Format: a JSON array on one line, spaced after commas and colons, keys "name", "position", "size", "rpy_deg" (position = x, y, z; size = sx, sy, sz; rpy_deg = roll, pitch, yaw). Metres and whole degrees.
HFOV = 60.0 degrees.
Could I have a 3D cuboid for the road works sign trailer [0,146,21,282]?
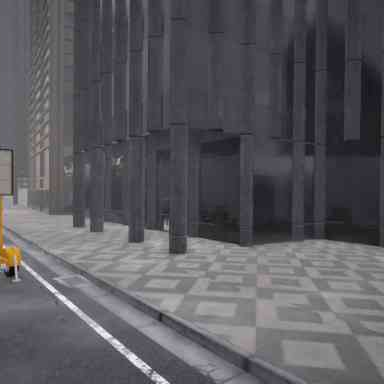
[{"name": "road works sign trailer", "position": [-6.148, 0.503, 8.867], "size": [2.380, 3.560, 2.880], "rpy_deg": [0, 0, -42]}]
